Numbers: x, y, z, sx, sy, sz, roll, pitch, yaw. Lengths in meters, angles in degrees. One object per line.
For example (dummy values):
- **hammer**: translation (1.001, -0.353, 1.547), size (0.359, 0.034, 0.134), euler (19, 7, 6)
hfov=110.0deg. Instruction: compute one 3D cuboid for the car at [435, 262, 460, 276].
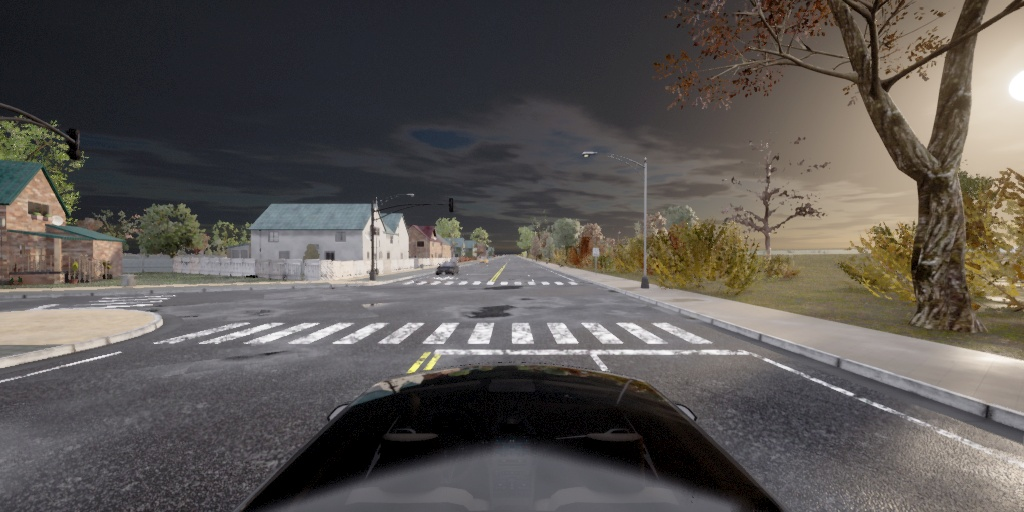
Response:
- **car**: translation (-6.417, 1.283, 36.357), size (2.033, 1.411, 5.357), euler (0, 0, 0)
